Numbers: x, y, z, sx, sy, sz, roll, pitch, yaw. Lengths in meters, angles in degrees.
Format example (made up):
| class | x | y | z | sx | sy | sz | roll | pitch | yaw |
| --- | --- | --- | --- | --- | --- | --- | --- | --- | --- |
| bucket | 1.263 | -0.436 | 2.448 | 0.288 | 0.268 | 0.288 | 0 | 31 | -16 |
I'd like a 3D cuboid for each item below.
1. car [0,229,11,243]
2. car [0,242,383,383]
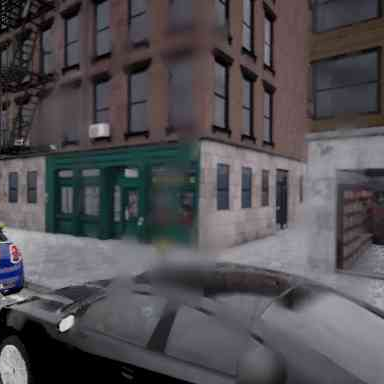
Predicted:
| class | x | y | z | sx | sy | sz | roll | pitch | yaw |
| --- | --- | --- | --- | --- | --- | --- | --- | --- | --- |
| car | -5.709 | 1.300 | 7.306 | 4.553 | 1.767 | 2.097 | 0 | 0 | 35 |
| car | -0.017 | 1.467 | 3.285 | 5.008 | 1.535 | 1.882 | 0 | 0 | 35 |
